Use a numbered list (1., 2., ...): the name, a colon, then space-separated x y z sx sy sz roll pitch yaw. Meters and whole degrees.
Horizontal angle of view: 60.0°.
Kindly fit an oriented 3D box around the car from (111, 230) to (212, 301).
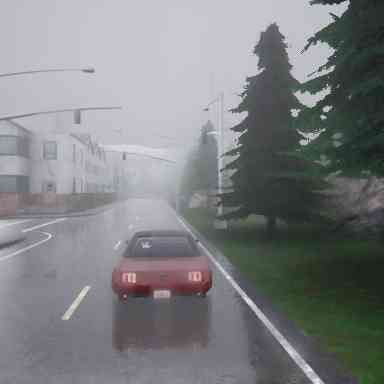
1. car: -0.741 1.601 8.359 1.895 1.301 4.718 0 0 -5
